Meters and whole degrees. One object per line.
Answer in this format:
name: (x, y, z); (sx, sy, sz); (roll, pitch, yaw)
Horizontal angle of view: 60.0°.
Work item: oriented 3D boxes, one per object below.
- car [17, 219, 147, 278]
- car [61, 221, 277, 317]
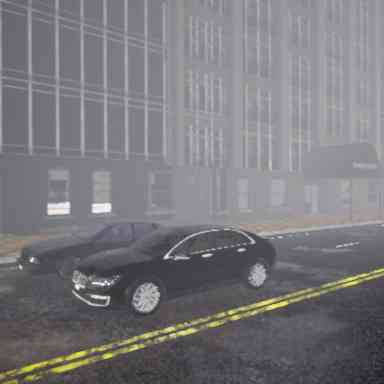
car: (-2.215, 1.553, 10.089); (5.357, 1.411, 2.033); (0, 0, -35)
car: (-0.145, 1.511, 7.572); (4.892, 1.490, 1.837); (0, 0, -35)
